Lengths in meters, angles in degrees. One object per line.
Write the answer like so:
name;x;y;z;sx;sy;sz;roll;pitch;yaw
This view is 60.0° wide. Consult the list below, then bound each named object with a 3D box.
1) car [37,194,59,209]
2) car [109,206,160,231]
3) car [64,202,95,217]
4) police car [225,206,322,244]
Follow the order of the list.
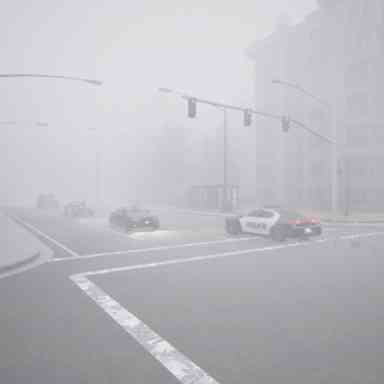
car;-19.951;1.282;45.856;2.150;2.045;5.566;0;0;-33
car;-3.622;1.541;20.472;1.994;1.385;4.181;0;0;-33
car;-10.635;1.588;31.304;1.895;1.301;4.718;0;0;-33
police car;3.575;1.453;15.993;2.038;1.542;4.974;0;0;-33
